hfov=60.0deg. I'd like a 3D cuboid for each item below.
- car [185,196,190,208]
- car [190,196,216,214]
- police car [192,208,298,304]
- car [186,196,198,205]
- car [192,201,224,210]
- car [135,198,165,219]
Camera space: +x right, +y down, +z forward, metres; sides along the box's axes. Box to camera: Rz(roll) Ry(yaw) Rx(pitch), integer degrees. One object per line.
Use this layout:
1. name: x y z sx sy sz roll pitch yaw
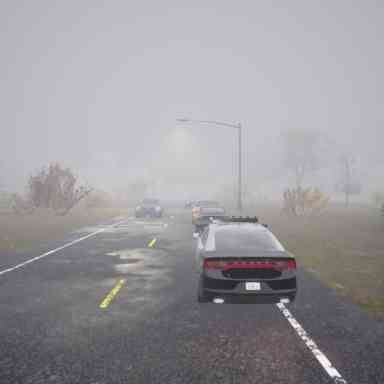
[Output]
1. car: 0.048 1.525 45.469 1.895 1.301 4.718 0 0 0
2. car: 1.060 1.324 24.190 2.097 1.767 4.553 0 0 0
3. police car: 1.053 1.419 8.327 1.930 1.638 5.238 0 0 0
4. car: 0.018 1.431 58.613 2.033 1.411 5.357 0 0 0
5. car: 1.057 1.488 18.218 1.837 1.490 4.892 0 0 0
6. car: -3.489 1.317 28.246 2.097 1.767 4.553 0 0 0
